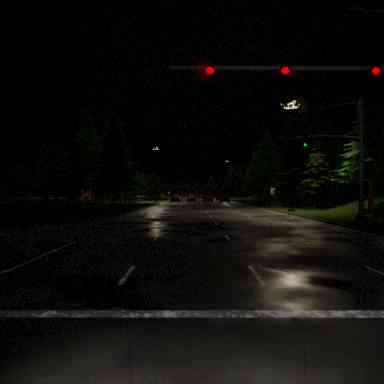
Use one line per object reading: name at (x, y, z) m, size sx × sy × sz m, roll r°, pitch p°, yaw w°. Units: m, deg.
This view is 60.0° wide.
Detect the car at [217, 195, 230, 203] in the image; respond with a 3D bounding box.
car at (6.919, 1.545, 70.783) m, size 1.994 × 1.385 × 4.181 m, roll 0°, pitch 0°, yaw 0°

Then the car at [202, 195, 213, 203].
car at (3.420, 1.545, 70.779) m, size 1.994 × 1.385 × 4.181 m, roll 0°, pitch 0°, yaw 0°

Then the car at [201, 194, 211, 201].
car at (3.408, 1.358, 80.782) m, size 2.128 × 1.511 × 4.902 m, roll 0°, pitch 0°, yaw 0°

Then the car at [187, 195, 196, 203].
car at (-0.080, 1.531, 70.358) m, size 2.033 × 1.411 × 5.357 m, roll 0°, pitch 0°, yaw 0°

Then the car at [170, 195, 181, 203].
car at (-3.580, 1.517, 70.771) m, size 1.812 × 1.442 × 4.674 m, roll 0°, pitch 0°, yaw 0°

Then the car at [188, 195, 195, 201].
car at (-0.092, 1.357, 80.778) m, size 1.812 × 1.442 × 4.674 m, roll 0°, pitch 0°, yaw 0°

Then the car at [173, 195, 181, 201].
car at (-3.592, 1.357, 80.774) m, size 1.812 × 1.442 × 4.674 m, roll 0°, pitch 0°, yaw 0°
